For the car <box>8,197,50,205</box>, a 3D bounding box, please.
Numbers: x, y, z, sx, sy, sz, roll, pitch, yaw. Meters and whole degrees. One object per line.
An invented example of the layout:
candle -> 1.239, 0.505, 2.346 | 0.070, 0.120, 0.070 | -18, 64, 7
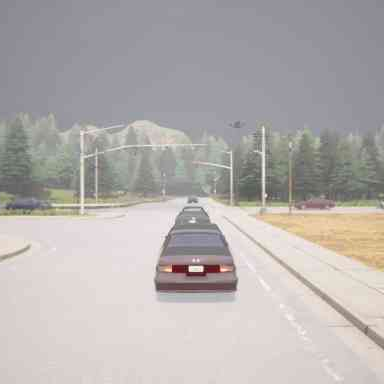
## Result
car -> -18.041, 1.386, 37.140 | 4.553, 1.767, 2.097 | 0, 0, 1

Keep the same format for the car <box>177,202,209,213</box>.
car -> 0.067, 1.530, 19.578 | 1.994, 1.385, 4.181 | 0, 0, 1

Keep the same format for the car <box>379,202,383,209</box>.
car -> 25.042, 1.391, 40.013 | 4.674, 1.442, 1.812 | 0, 0, 1

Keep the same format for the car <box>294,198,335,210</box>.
car -> 14.763, 1.430, 40.209 | 4.674, 1.442, 1.812 | 0, 0, 1

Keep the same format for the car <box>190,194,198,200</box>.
car -> 0.626, 1.394, 91.841 | 1.994, 1.385, 4.181 | 0, 0, 2

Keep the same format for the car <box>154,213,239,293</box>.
car -> 0.085, 1.535, 8.971 | 2.033, 1.411, 5.357 | 0, 0, 0

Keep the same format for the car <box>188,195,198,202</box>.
car -> 0.139, 1.492, 64.033 | 1.895, 1.301, 4.718 | 0, 0, 0
